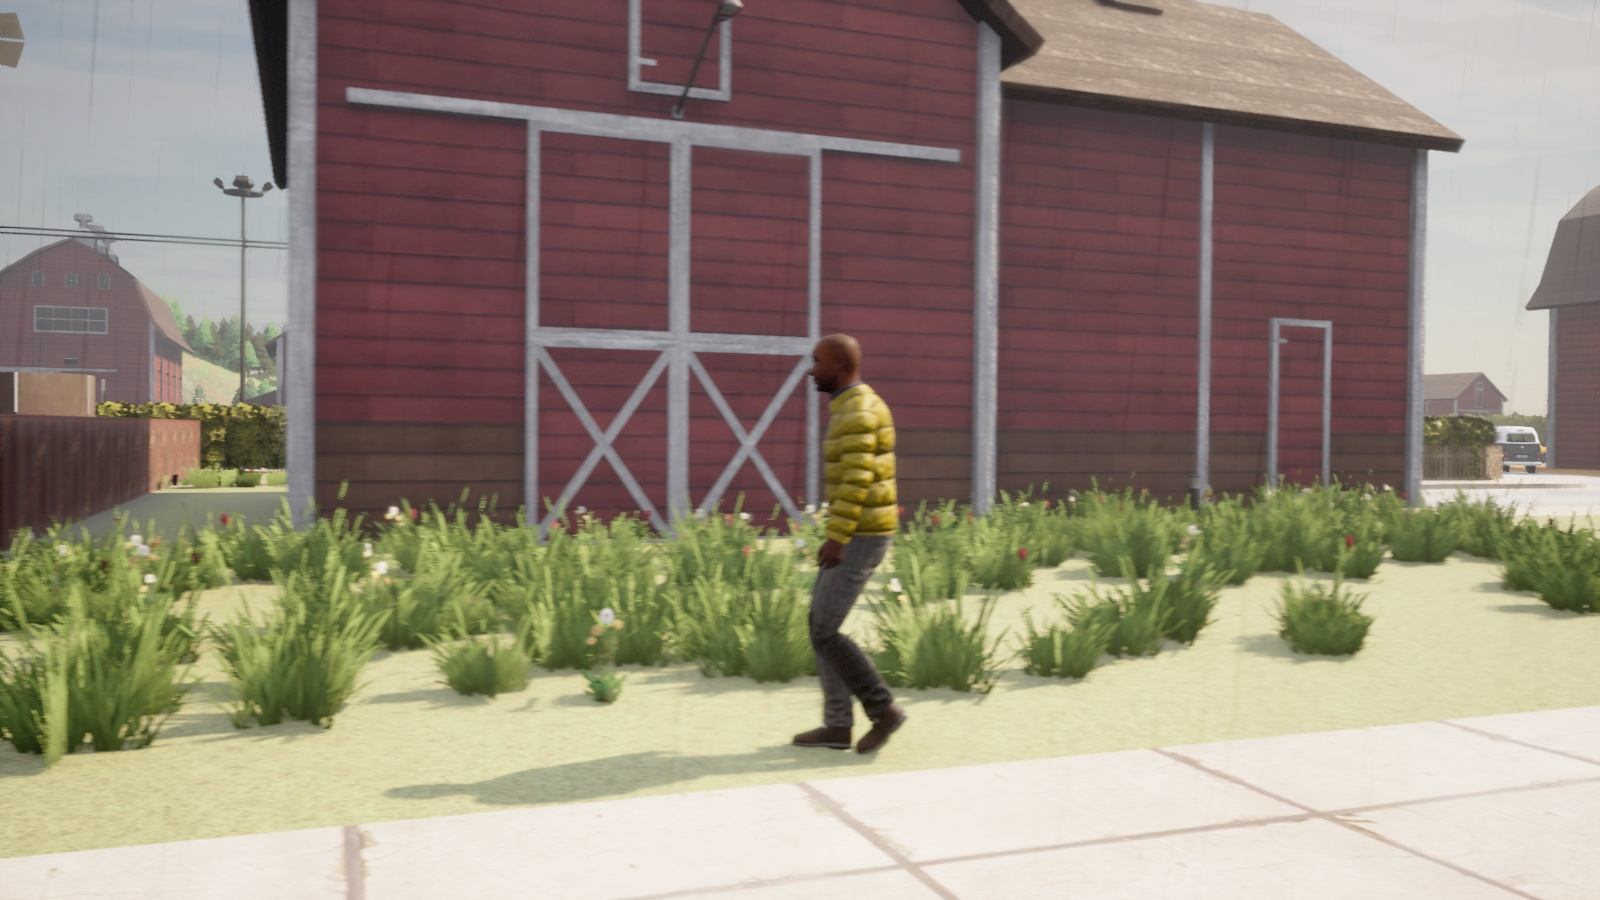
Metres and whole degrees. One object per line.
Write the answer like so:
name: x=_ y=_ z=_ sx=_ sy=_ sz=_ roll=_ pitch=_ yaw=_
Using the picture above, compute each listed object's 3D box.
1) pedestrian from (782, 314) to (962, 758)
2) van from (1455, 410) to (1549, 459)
pedestrian: x=0.308 y=0.358 z=5.392 sx=0.726 sy=1.835 sz=0.370 roll=-1 pitch=1 yaw=3
van: x=31.158 y=-0.687 z=55.886 sx=2.069 sy=2.038 sz=4.480 roll=-1 pitch=1 yaw=6
